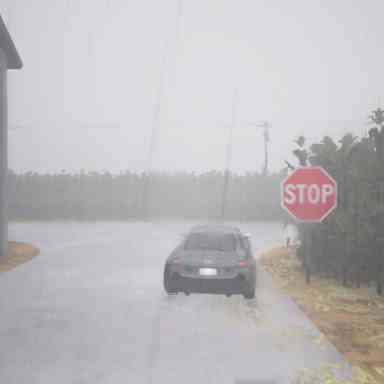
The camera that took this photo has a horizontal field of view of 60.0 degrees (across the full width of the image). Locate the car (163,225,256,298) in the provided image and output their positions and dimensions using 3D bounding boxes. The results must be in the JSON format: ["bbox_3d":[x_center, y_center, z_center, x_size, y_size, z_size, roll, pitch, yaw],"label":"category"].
[{"bbox_3d":[0.589,1.529,8.549,1.994,1.385,4.181,0,0,8],"label":"car"}]
